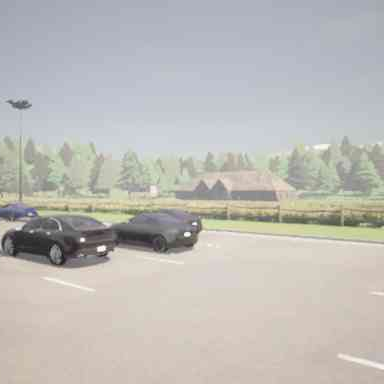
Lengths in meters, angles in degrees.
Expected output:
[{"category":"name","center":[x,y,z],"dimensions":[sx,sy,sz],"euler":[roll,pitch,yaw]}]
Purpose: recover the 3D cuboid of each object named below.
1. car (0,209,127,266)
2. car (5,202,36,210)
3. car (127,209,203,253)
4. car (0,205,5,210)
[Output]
[{"category":"car","center":[-4.763,1.526,11.674],"dimensions":[4.892,1.490,1.837],"euler":[-1,0,36]},{"category":"car","center":[-14.454,1.585,27.171],"dimensions":[4.674,1.442,1.812],"euler":[0,0,35]},{"category":"car","center":[-1.812,1.585,13.866],"dimensions":[4.181,1.385,1.994],"euler":[0,0,36]},{"category":"car","center":[-15.677,1.562,23.755],"dimensions":[4.892,1.490,1.837],"euler":[0,0,36]}]
